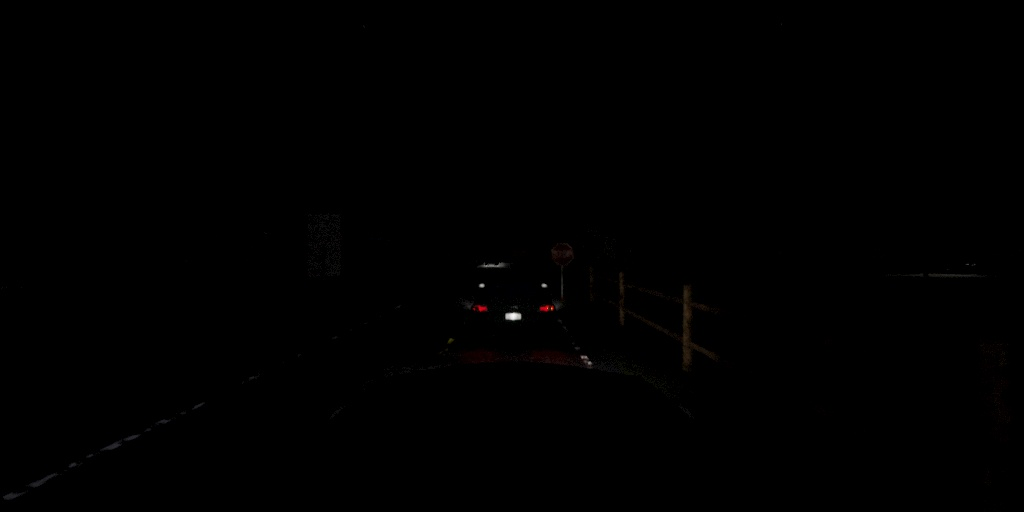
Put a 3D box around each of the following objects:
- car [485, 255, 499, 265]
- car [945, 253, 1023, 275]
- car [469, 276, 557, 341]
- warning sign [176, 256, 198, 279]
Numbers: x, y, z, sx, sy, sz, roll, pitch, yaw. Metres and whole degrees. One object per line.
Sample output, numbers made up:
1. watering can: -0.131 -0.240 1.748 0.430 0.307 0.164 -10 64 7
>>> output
1. car: -2.950 0.675 53.947 1.994 1.385 4.181 0 1 -1
2. car: 35.361 0.573 26.647 5.008 1.535 1.882 -1 -1 0
3. car: 0.029 1.214 9.540 1.994 1.385 4.181 0 1 0
4. warning sign: -25.791 0.886 28.373 1.060 1.860 1.300 0 0 -1
